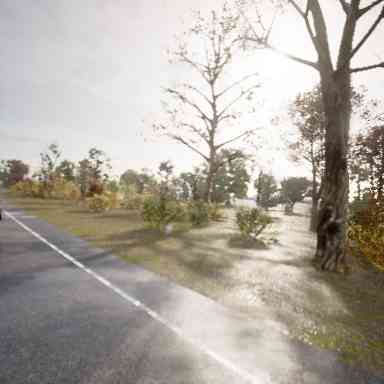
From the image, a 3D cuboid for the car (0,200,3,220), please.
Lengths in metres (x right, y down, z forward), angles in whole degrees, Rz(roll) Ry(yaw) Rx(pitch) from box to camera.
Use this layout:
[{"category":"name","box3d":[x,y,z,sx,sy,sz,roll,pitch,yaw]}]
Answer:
[{"category":"car","box3d":[-12.760,0.866,20.395,1.812,1.442,4.674,4,0,-34]}]
